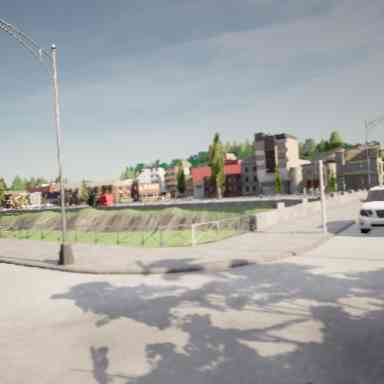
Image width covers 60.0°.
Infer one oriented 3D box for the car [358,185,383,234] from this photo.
[{"bbox_3d":[9.105,0.699,15.155,2.150,2.045,5.566,-4,0,35],"label":"car"}]
